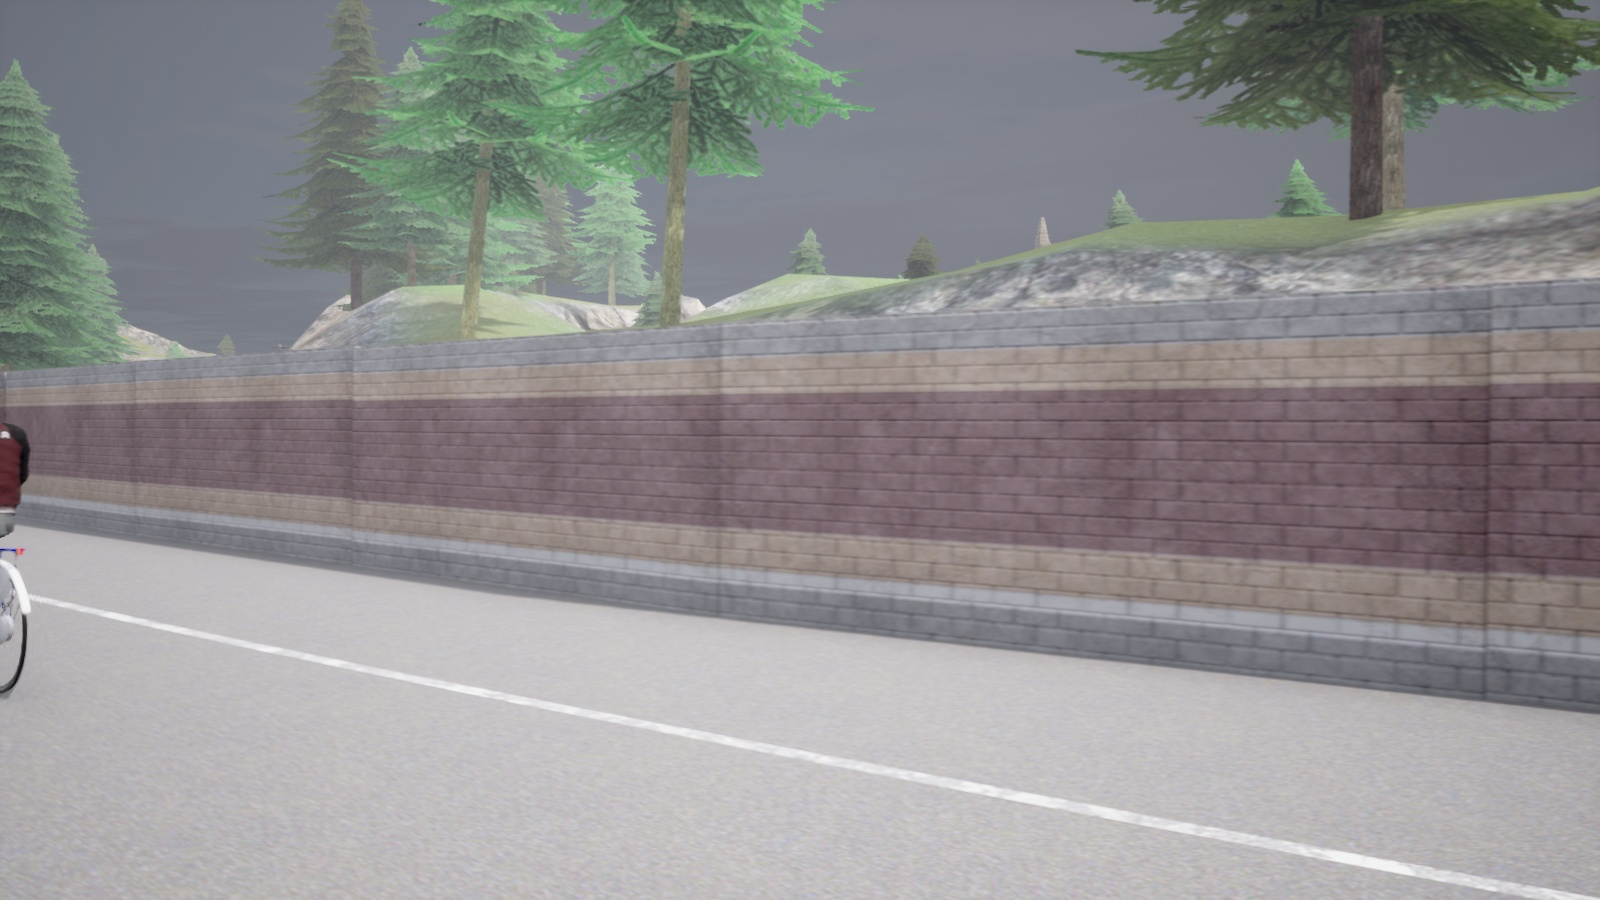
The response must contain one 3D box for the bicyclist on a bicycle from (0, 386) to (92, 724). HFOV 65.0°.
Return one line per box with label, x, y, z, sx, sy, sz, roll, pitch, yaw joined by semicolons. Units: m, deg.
bicyclist on a bicycle;-4.862;0.549;7.250;1.843;1.776;0.659;0;1;37
